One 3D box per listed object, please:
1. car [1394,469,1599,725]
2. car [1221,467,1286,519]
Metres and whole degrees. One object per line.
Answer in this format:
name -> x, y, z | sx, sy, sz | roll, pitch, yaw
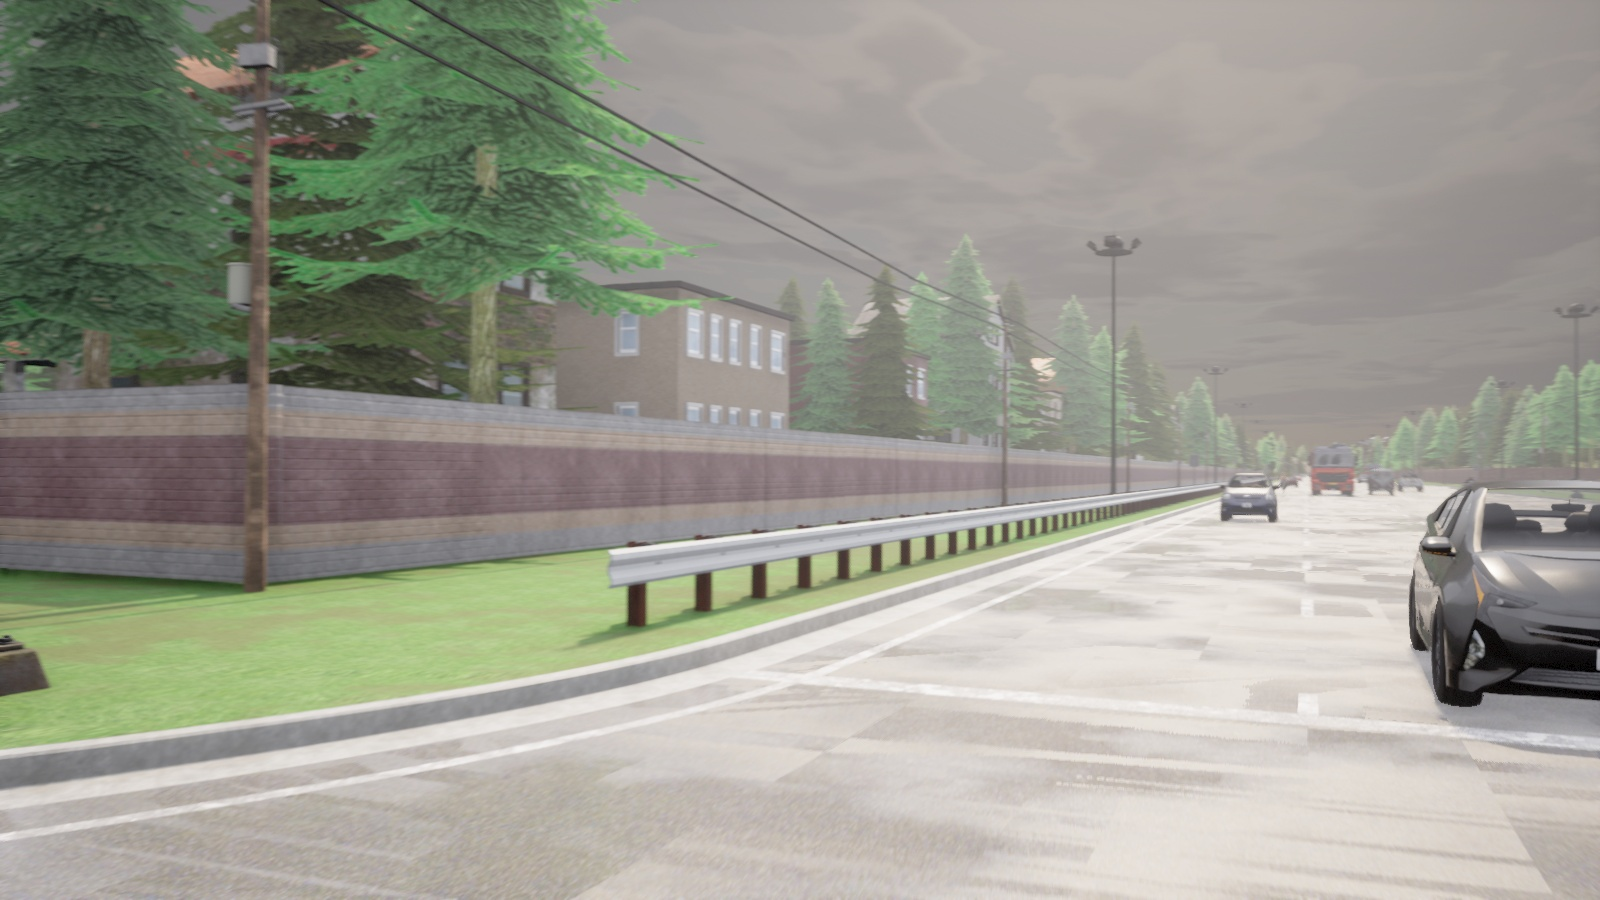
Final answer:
car -> 5.762, 0.910, 9.529 | 2.007, 1.525, 4.514 | -1, -1, 22
car -> 15.060, 1.380, 41.632 | 1.851, 1.617, 3.988 | -1, -1, 22
